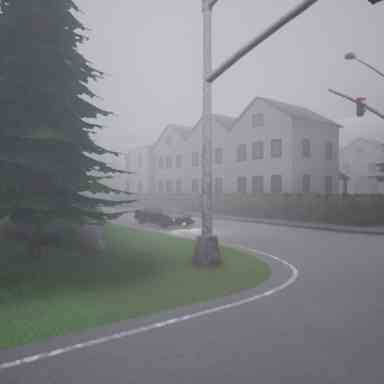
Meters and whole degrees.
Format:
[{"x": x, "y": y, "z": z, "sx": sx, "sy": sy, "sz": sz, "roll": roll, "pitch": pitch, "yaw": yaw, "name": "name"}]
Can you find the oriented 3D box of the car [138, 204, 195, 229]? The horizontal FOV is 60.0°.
[{"x": -1.985, "y": 1.524, "z": 22.038, "sx": 2.033, "sy": 1.411, "sz": 5.357, "roll": 0, "pitch": 0, "yaw": -35, "name": "car"}]
